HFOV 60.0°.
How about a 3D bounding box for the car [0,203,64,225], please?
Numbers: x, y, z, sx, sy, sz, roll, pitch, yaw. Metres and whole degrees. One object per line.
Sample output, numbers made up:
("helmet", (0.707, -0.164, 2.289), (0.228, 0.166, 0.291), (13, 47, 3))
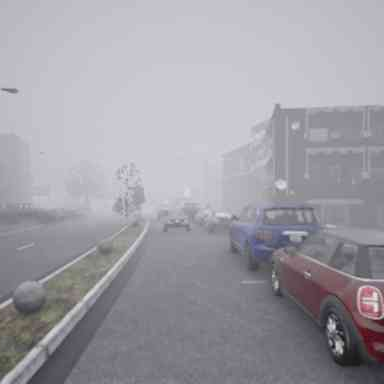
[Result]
("car", (-15.664, 2.038, 31.809), (5.566, 2.045, 2.435), (0, -2, -7))

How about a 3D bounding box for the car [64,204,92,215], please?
("car", (-19.387, 3.184, 53.440), (5.366, 1.575, 1.946), (0, -2, -12))

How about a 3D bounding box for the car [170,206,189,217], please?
("car", (-1.922, 2.937, 50.142), (2.097, 1.535, 5.008), (0, -2, -10))

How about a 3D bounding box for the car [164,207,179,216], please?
("car", (-3.703, 3.380, 58.221), (1.895, 1.301, 4.718), (0, -2, -12))

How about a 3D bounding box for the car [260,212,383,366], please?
("car", (2.913, 1.435, 6.117), (2.185, 1.767, 4.553), (0, -1, -1))

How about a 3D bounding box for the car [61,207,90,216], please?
("car", (-21.409, 3.524, 61.242), (4.792, 1.488, 2.163), (0, -2, -14))

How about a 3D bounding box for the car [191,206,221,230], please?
("car", (1.356, 2.130, 28.245), (2.002, 1.452, 4.674), (0, -2, -6))

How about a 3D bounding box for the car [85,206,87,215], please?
("car", (-18.991, 3.120, 50.734), (4.674, 1.452, 2.002), (0, -2, -12))

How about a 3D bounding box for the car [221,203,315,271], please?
("car", (2.705, 1.409, 11.725), (2.435, 2.045, 5.566), (0, -1, -2))

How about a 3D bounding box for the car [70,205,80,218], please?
("car", (-17.406, 2.744, 42.705), (4.892, 1.521, 2.231), (0, -2, -10))

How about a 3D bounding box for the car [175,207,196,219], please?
("car", (-0.934, 2.746, 44.742), (2.163, 1.488, 4.792), (0, -2, -9))

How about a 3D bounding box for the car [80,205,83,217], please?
("car", (-17.939, 2.887, 45.381), (4.792, 1.488, 2.163), (0, -2, -10))

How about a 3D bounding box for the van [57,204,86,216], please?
("van", (-20.291, 3.068, 56.044), (4.442, 1.987, 1.878), (0, -2, -13))

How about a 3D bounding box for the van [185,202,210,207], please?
("van", (0.703, 2.058, 33.885), (1.878, 1.987, 4.442), (0, -2, -7))

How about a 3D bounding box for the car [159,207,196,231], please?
("car", (-1.202, 2.048, 24.386), (2.033, 1.411, 5.357), (0, -2, -5))

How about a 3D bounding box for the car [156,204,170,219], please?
("car", (-3.430, 2.626, 41.581), (1.837, 1.490, 4.892), (0, -3, -9))

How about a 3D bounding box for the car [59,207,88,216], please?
("car", (-20.803, 3.437, 58.699), (4.674, 1.452, 2.002), (0, -2, -13))

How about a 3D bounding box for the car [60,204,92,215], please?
("car", (-22.156, 3.343, 63.874), (5.566, 2.045, 2.435), (0, -2, -15))

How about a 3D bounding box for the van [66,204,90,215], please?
("van", (-22.726, 3.464, 66.561), (4.442, 1.987, 1.878), (0, -2, -15))

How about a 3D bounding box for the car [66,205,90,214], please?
("car", (-23.576, 3.660, 69.182), (4.553, 1.767, 2.185), (0, -2, -15))

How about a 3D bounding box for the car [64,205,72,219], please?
("car", (-16.451, 2.535, 37.202), (4.792, 1.488, 2.163), (0, -2, -8))

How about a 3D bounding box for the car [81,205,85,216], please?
("car", (-18.407, 2.999, 48.068), (4.792, 1.488, 2.163), (0, -2, -11))
